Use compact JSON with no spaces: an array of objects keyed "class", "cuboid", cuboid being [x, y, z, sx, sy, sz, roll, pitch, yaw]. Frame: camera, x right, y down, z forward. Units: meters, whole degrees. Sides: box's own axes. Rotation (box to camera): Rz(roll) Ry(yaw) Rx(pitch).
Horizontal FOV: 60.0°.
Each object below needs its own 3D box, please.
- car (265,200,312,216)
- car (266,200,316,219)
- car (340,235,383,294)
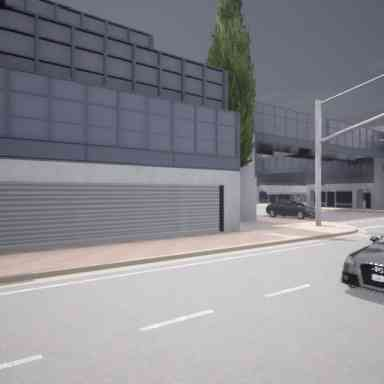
[{"class":"car","cuboid":[9.633,1.564,33.445,1.994,1.385,4.181,0,0,-37]},{"class":"car","cuboid":[8.666,1.505,28.893,1.837,1.490,4.892,0,0,-37]},{"class":"car","cuboid":[5.398,1.564,7.894,4.181,1.385,1.994,0,0,-36]}]
